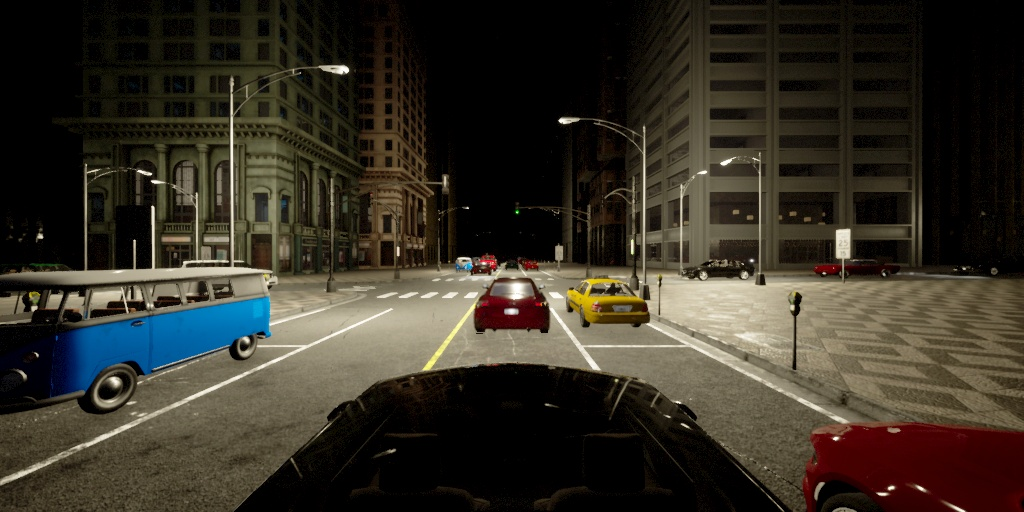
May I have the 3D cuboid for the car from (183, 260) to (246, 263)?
[{"bbox_3d":[-18.115,1.265,22.867,5.566,2.045,2.150,-1,0,3],"label":"car"}]

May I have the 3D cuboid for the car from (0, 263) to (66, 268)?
[{"bbox_3d":[-29.964,1.472,22.853,5.566,2.045,2.150,-1,0,1],"label":"car"}]

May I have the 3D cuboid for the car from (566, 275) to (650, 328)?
[{"bbox_3d":[2.753,1.275,11.259,1.751,1.417,4.829,0,0,0],"label":"car"}]

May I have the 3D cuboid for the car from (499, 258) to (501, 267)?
[{"bbox_3d":[-3.184,1.371,57.201,1.895,1.301,4.718,0,0,0],"label":"car"}]

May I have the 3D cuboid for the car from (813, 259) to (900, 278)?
[{"bbox_3d":[24.788,0.902,25.943,4.718,1.301,1.895,-1,0,0],"label":"car"}]

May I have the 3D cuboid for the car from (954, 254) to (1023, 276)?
[{"bbox_3d":[35.120,0.639,25.915,4.892,1.490,1.837,-1,0,0],"label":"car"}]

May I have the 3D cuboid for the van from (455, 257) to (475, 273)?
[{"bbox_3d":[-5.851,1.101,43.659,1.690,1.789,3.998,0,0,0],"label":"van"}]

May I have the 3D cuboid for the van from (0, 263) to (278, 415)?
[{"bbox_3d":[-5.769,1.090,5.675,1.690,1.789,3.998,0,0,0],"label":"van"}]

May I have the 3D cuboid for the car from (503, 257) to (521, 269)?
[{"bbox_3d":[0.003,1.333,56.258,1.994,1.385,4.181,0,0,0],"label":"car"}]

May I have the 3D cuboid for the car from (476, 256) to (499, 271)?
[{"bbox_3d":[-3.183,0.984,47.393,2.150,2.045,5.566,0,0,-1],"label":"car"}]

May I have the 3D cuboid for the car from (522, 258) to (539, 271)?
[{"bbox_3d":[2.695,1.309,49.181,1.888,1.381,4.507,0,0,0],"label":"car"}]

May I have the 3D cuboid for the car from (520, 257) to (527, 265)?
[{"bbox_3d":[2.683,1.313,54.707,1.888,1.381,4.507,0,0,0],"label":"car"}]

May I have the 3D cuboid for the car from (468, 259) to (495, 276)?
[{"bbox_3d":[-3.155,1.321,37.767,1.994,1.385,4.181,0,0,1],"label":"car"}]

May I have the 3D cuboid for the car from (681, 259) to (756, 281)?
[{"bbox_3d":[14.869,0.972,25.965,4.892,1.490,1.837,-1,0,0],"label":"car"}]

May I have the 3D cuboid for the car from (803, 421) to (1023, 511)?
[{"bbox_3d":[2.766,1.295,0.509,1.888,1.381,4.507,0,0,0],"label":"car"}]

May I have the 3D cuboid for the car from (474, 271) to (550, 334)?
[{"bbox_3d":[0.041,1.314,10.671,1.994,1.385,4.181,0,0,1],"label":"car"}]
